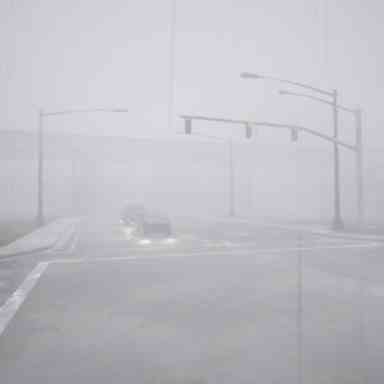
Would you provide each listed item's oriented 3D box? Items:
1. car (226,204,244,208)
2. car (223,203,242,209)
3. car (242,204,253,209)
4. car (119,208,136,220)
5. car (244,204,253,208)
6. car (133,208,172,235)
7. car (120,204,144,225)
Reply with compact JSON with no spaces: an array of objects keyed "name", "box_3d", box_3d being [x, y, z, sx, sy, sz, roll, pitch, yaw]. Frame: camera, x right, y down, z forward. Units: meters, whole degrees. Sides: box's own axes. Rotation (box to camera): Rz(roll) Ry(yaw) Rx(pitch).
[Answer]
[{"name":"car","box_3d":[11.621,3.798,90.213,4.536,1.218,1.853,-2,-2,44]},{"name":"car","box_3d":[11.660,3.954,90.172,4.974,1.542,2.038,-2,-2,44]},{"name":"car","box_3d":[15.194,3.897,88.977,2.038,1.542,4.974,-1,-2,14]},{"name":"car","box_3d":[-8.564,2.882,44.279,2.033,1.411,5.357,0,-2,-10]},{"name":"car","box_3d":[15.205,3.741,89.031,1.853,1.218,4.536,-1,-2,14]},{"name":"car","box_3d":[-2.834,2.206,24.194,1.882,1.535,5.008,0,-2,-17]},{"name":"car","box_3d":[-5.852,2.252,34.118,2.150,2.045,5.566,0,-2,-17]}]
